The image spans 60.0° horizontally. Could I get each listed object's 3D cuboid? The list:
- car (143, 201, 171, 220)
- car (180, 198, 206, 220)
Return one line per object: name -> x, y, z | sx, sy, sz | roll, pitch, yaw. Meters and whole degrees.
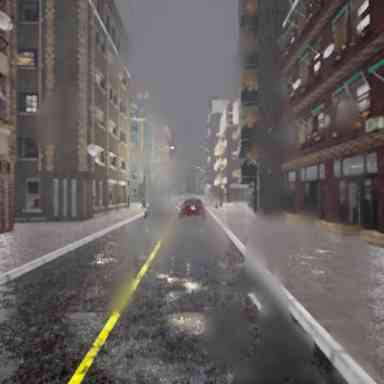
car -> -2.765, 1.488, 27.619 | 2.033, 1.411, 5.357 | 0, 0, 0
car -> 0.092, 1.293, 27.908 | 2.097, 1.767, 4.553 | 0, 0, 0
